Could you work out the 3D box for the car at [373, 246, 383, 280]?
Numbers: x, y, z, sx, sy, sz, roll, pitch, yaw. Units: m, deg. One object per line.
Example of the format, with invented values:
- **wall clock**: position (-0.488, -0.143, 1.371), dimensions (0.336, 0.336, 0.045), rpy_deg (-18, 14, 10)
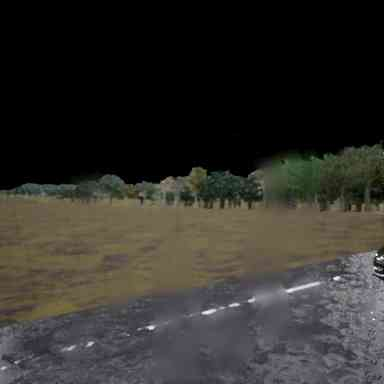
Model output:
- **car**: position (6.663, 1.538, 8.766), dimensions (4.892, 1.490, 1.837), rpy_deg (0, 0, -36)
